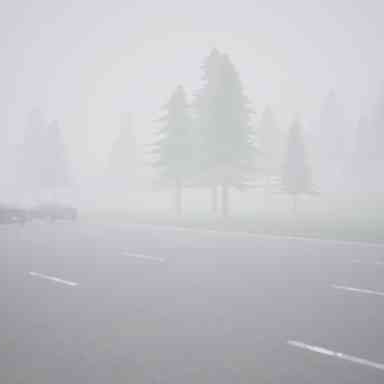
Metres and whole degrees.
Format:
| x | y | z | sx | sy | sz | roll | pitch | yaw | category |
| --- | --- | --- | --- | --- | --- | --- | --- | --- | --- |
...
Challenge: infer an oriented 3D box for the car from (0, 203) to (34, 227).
| x | y | z | sx | sy | sz | roll | pitch | yaw | category |
| --- | --- | --- | --- | --- | --- | --- | --- | --- | --- |
| -12.583 | 1.439 | 21.462 | 5.008 | 1.535 | 1.882 | 0 | 0 | 36 | car |

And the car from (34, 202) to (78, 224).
| x | y | z | sx | sy | sz | roll | pitch | yaw | category |
| --- | --- | --- | --- | --- | --- | --- | --- | --- | --- |
| -10.345 | 1.452 | 24.163 | 4.902 | 1.511 | 2.128 | 0 | 0 | 36 | car |
